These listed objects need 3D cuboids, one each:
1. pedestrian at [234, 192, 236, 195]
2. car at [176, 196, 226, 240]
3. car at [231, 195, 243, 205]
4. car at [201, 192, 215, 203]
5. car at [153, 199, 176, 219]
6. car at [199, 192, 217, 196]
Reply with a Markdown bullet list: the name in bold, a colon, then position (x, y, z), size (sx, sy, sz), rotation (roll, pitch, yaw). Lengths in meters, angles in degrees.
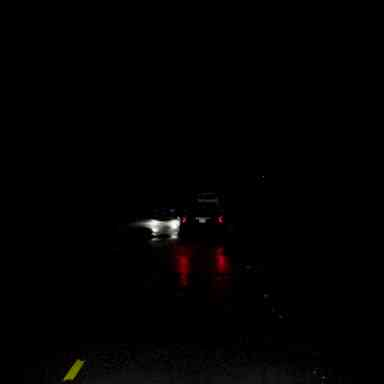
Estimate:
- **pedestrian**: position (7.561, 0.908, 58.259), size (0.375, 1.860, 0.375), rotation (-1, 1, -6)
- **car**: position (0.555, 1.282, 16.706), size (2.097, 1.767, 4.553), rotation (0, 0, 2)
- **car**: position (7.499, 1.267, 55.884), size (1.970, 1.475, 3.806), rotation (0, 0, 9)
- **car**: position (3.314, 1.094, 68.821), size (2.150, 2.045, 5.566), rotation (0, 0, 10)
- **car**: position (-1.972, 1.367, 27.865), size (1.882, 1.535, 5.008), rotation (0, 0, 4)
- **car**: position (1.672, 1.101, 33.220), size (2.150, 2.045, 5.566), rotation (0, 0, 5)
